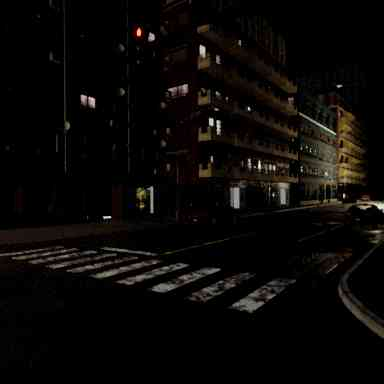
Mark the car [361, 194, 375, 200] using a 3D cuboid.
[{"bbox_3d":[37.227,1.293,71.009,1.802,1.307,4.206,-1,0,36],"label":"car"}]

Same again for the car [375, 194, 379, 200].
[{"bbox_3d":[43.948,1.231,80.174,1.947,1.339,4.313,-1,0,36],"label":"car"}]

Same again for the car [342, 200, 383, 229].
[{"bbox_3d":[10.467,1.371,20.174,1.887,1.381,4.507,-1,0,36],"label":"car"}]

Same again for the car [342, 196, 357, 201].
[{"bbox_3d":[27.145,1.347,57.262,1.947,1.339,4.313,-1,0,36],"label":"car"}]

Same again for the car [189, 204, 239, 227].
[{"bbox_3d":[1.541,1.515,22.564,1.887,1.381,4.507,-1,0,36],"label":"car"}]
